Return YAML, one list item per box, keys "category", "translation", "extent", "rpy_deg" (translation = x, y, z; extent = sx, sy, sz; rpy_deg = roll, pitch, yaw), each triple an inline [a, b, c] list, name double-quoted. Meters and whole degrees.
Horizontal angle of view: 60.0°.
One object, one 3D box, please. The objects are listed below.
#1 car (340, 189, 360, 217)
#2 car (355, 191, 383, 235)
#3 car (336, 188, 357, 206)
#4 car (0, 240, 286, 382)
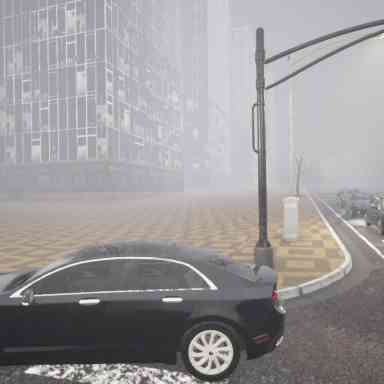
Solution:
- category: "car"
  translation: [10.849, 0.759, 20.819]
  extent: [1.994, 1.385, 4.181]
  rpy_deg: [-1, 2, 17]
- category: "car"
  translation: [8.846, 0.928, 14.510]
  extent: [2.128, 1.511, 4.902]
  rpy_deg: [-1, 2, 18]
- category: "car"
  translation: [12.799, 0.453, 26.897]
  extent: [2.128, 1.511, 4.902]
  rpy_deg: [-1, 2, 18]
- category: "car"
  translation: [-1.173, 1.505, 4.800]
  extent: [4.892, 1.490, 1.837]
  rpy_deg: [0, 0, 0]
